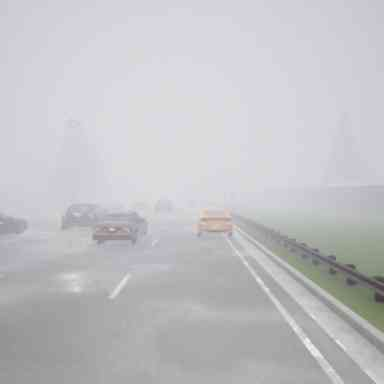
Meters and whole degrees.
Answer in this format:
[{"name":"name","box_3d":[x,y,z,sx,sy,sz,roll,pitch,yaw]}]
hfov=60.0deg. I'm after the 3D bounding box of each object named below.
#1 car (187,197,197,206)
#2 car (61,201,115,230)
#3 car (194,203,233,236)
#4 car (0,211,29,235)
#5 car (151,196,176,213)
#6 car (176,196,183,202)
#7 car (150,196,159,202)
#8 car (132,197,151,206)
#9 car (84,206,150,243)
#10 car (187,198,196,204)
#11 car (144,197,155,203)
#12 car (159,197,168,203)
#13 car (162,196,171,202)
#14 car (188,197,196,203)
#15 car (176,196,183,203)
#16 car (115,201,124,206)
[{"name":"car","box_3d":[-0.005,1.986,66.008,1.994,1.385,4.181,0,0,0]},{"name":"car","box_3d":[-6.902,1.495,22.153,2.097,1.767,4.553,0,0,0]},{"name":"car","box_3d":[1.223,1.602,19.214,1.882,1.535,5.008,0,0,0]},{"name":"car","box_3d":[-10.401,1.656,16.841,2.033,1.411,5.357,0,0,0]},{"name":"car","box_3d":[-3.403,1.614,40.714,2.097,1.767,4.553,0,0,0]},{"name":"car","box_3d":[-3.507,2.016,93.600,1.837,1.490,4.892,0,0,0]},{"name":"car","box_3d":[-10.507,2.015,93.599,1.837,1.490,4.892,0,0,0]},{"name":"car","box_3d":[-6.903,1.769,45.340,1.882,1.535,5.008,0,0,0]},{"name":"car","box_3d":[-3.402,1.655,16.601,2.033,1.411,5.357,0,0,0]},{"name":"car","box_3d":[-0.006,1.968,75.626,1.994,1.385,4.181,0,0,0]},{"name":"car","box_3d":[-10.506,2.049,83.174,2.128,1.511,4.902,0,0,0]},{"name":"car","box_3d":[-7.006,1.984,83.175,1.882,1.535,5.008,0,0,0]},{"name":"car","box_3d":[-7.007,2.011,92.766,2.128,1.511,4.902,0,0,0]},{"name":"car","box_3d":[-0.006,2.022,84.425,1.837,1.490,4.892,0,0,0]},{"name":"car","box_3d":[-3.506,2.046,84.425,1.812,1.442,4.674,0,0,0]},{"name":"car","box_3d":[-10.403,1.851,44.639,1.994,1.385,4.181,0,0,0]}]
